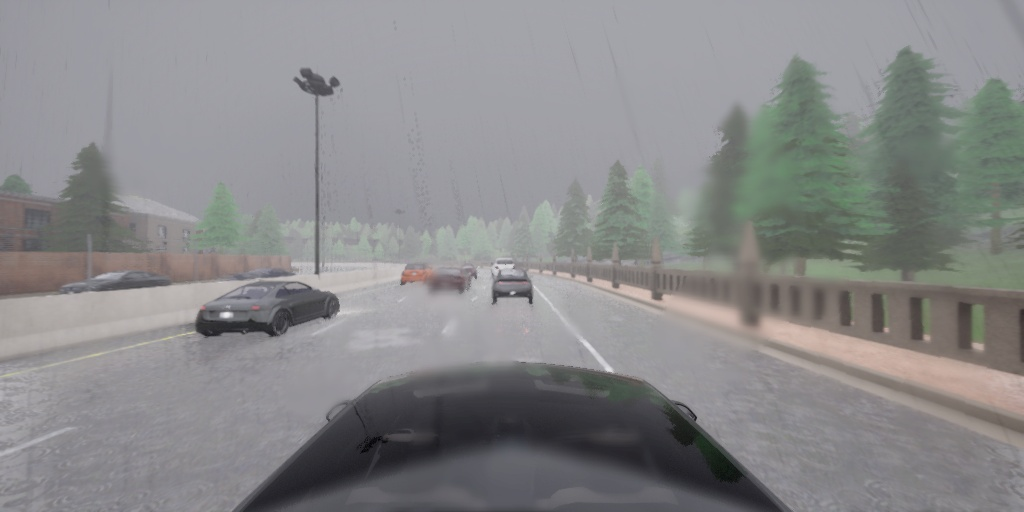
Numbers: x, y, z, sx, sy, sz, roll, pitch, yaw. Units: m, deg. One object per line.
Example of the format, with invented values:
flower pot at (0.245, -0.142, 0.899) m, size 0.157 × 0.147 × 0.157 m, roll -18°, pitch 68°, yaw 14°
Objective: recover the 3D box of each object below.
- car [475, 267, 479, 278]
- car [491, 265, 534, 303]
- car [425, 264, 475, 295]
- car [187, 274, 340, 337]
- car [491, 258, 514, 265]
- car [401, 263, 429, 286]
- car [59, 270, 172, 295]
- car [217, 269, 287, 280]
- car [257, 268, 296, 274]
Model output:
car at (-4.623, 1.575, 37.802) m, size 1.812 × 1.442 × 4.674 m, roll 0°, pitch 0°, yaw -7°
car at (0.014, 1.362, 17.353) m, size 2.128 × 1.511 × 4.902 m, roll 0°, pitch 0°, yaw 0°
car at (-3.519, 1.395, 21.309) m, size 1.882 × 1.535 × 5.008 m, roll 0°, pitch 0°, yaw 0°
car at (-6.942, 1.416, 10.709) m, size 1.994 × 1.385 × 4.181 m, roll 0°, pitch 0°, yaw 0°
car at (-0.917, 1.244, 36.414) m, size 2.150 × 2.045 × 5.566 m, roll 0°, pitch 0°, yaw -6°
car at (-7.244, 1.341, 28.317) m, size 2.097 × 1.767 × 4.553 m, roll 0°, pitch 0°, yaw -3°
car at (-21.225, 1.514, 19.545) m, size 1.812 × 1.442 × 4.674 m, roll 0°, pitch 0°, yaw -1°
car at (-14.210, 1.548, 18.593) m, size 1.895 × 1.301 × 4.718 m, roll 0°, pitch 0°, yaw -1°
car at (-17.829, 1.570, 26.054) m, size 2.033 × 1.411 × 5.357 m, roll 0°, pitch 0°, yaw -2°
